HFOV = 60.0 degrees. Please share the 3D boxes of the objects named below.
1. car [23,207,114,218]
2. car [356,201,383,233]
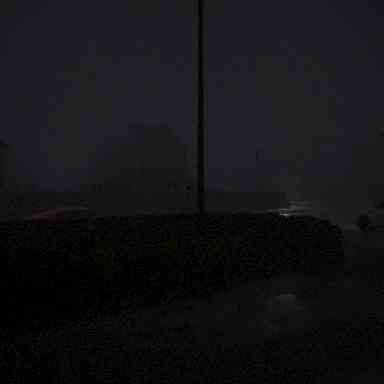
[{"bbox_3d":[-5.702,1.474,16.597,5.008,1.535,1.882,0,0,-35],"label":"car"},{"bbox_3d":[10.760,1.207,16.617,2.150,2.045,5.566,0,0,-11],"label":"car"}]
